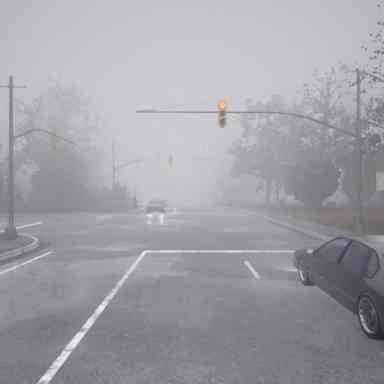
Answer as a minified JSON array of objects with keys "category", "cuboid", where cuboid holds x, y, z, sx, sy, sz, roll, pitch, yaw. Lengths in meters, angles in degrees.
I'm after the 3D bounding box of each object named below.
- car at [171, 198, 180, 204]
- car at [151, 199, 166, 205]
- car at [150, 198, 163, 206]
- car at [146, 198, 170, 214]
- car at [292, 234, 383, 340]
[{"category":"car","cuboid":[-4.535,2.189,83.014,2.097,1.767,4.553,0,-1,-22]},{"category":"car","cuboid":[-8.315,2.405,83.071,2.033,1.411,5.357,0,-1,-25]},{"category":"car","cuboid":[-7.418,2.056,69.039,2.128,1.511,4.902,0,-1,-13]},{"category":"car","cuboid":[-3.808,1.565,35.900,2.033,1.411,5.357,0,0,-2]},{"category":"car","cuboid":[3.592,1.547,6.458,2.033,1.411,5.357,0,0,0]}]
